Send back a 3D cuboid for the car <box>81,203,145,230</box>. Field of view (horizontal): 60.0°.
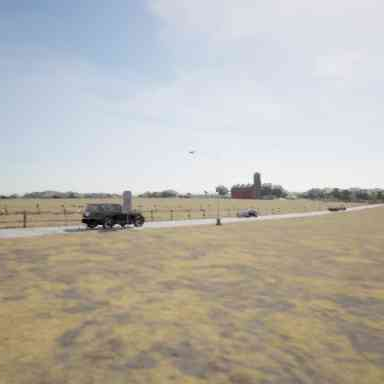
[{"bbox_3d":[-6.344,1.932,27.200,2.150,2.045,5.566,-1,-3,35],"label":"car"}]

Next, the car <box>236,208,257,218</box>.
[{"bbox_3d":[8.863,3.372,53.611,2.128,1.511,4.902,-1,-3,35],"label":"car"}]
